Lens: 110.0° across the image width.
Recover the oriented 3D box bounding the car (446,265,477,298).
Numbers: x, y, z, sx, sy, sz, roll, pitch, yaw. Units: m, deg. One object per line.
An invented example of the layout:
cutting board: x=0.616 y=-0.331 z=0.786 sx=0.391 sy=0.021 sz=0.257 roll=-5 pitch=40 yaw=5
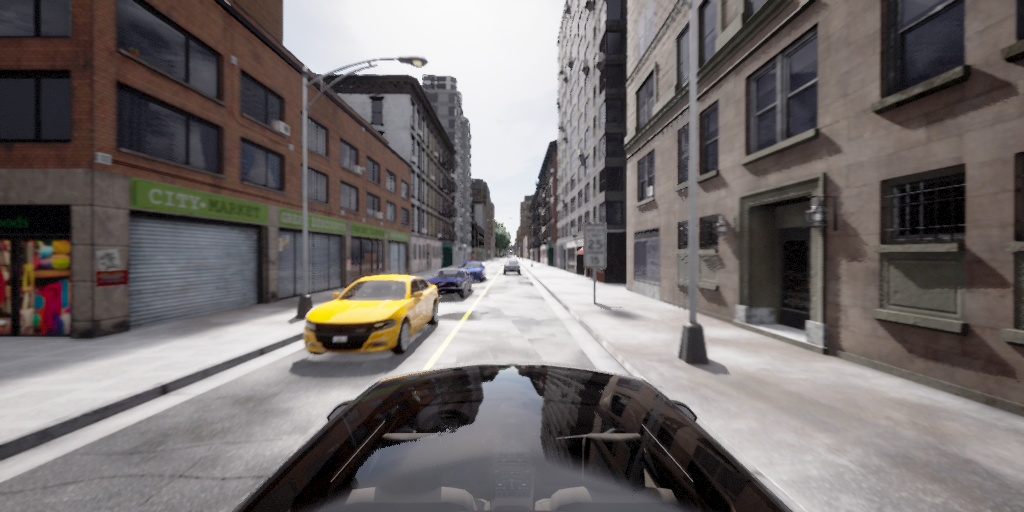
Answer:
car: x=-3.102 y=1.310 z=18.277 sx=1.895 sy=1.301 sz=4.718 roll=0 pitch=0 yaw=0

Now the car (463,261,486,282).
car: x=-3.092 y=1.159 z=28.300 sx=1.882 sy=1.535 sz=5.008 roll=0 pitch=0 yaw=0

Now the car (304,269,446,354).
car: x=-3.100 y=1.211 z=8.901 sx=1.882 sy=1.535 sz=5.008 roll=0 pitch=0 yaw=-1

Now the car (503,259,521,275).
car: x=-0.002 y=1.200 z=37.833 sx=2.033 sy=1.411 sz=5.357 roll=0 pitch=0 yaw=0
